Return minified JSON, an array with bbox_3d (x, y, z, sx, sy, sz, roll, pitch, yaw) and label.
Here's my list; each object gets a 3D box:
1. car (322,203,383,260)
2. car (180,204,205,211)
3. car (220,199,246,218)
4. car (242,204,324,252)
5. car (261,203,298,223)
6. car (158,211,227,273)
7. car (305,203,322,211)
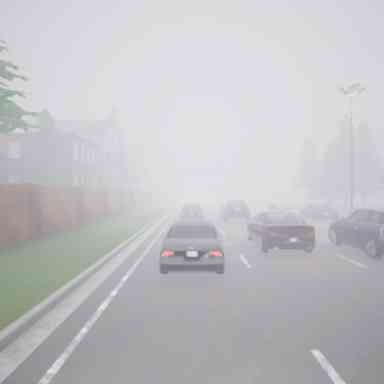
[{"bbox_3d":[7.041,1.383,12.772,2.097,1.767,4.553,0,0,0],"label":"car"},{"bbox_3d":[0.014,1.612,25.682,2.033,1.411,5.357,0,0,0],"label":"car"},{"bbox_3d":[3.536,1.421,27.770,2.097,1.767,4.553,0,0,0],"label":"car"},{"bbox_3d":[3.549,1.513,14.016,1.882,1.535,5.008,0,0,0],"label":"car"},{"bbox_3d":[7.031,1.669,27.250,1.895,1.301,4.718,0,0,1],"label":"car"},{"bbox_3d":[0.019,1.575,10.681,2.033,1.411,5.357,0,0,0],"label":"car"},{"bbox_3d":[10.538,1.634,27.898,1.994,1.385,4.181,0,0,0],"label":"car"}]
